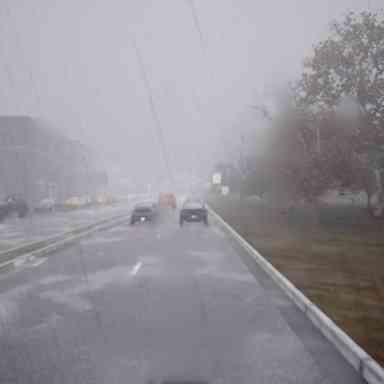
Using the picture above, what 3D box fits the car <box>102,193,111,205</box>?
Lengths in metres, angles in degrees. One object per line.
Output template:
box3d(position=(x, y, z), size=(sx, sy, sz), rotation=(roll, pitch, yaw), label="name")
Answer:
box3d(position=(-15.186, 1.341, 53.698), size=(1.946, 1.575, 5.366), rotation=(0, 0, 0), label="car")

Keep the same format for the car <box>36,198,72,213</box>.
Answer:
box3d(position=(-15.166, 1.371, 35.776), size=(2.231, 1.521, 4.892), rotation=(0, 0, 0), label="car")

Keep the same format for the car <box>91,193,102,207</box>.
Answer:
box3d(position=(-15.164, 1.226, 48.389), size=(2.185, 1.767, 4.553), rotation=(0, 0, 0), label="car")

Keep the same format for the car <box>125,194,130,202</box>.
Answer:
box3d(position=(-15.258, 1.320, 70.590), size=(2.231, 1.521, 4.892), rotation=(0, 0, 0), label="car")

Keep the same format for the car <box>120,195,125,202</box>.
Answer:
box3d(position=(-15.236, 1.328, 65.064), size=(2.231, 1.521, 4.892), rotation=(0, 0, 0), label="car")

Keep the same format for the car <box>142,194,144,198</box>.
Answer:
box3d(position=(-15.343, 1.285, 92.501), size=(1.946, 1.575, 5.366), rotation=(0, 0, 0), label="car")

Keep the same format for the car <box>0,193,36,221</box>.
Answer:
box3d(position=(-15.070, 1.132, 26.355), size=(2.435, 2.045, 5.566), rotation=(0, 0, 0), label="car")

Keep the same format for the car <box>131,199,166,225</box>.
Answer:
box3d(position=(-3.146, 1.465, 23.709), size=(1.837, 1.490, 4.892), rotation=(0, 0, 0), label="car")

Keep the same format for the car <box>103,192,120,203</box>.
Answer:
box3d(position=(-15.211, 1.084, 59.380), size=(2.435, 2.045, 5.566), rotation=(0, 0, 0), label="car")

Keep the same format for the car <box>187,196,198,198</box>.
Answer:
box3d(position=(0.106, 1.282, 41.680), size=(2.097, 1.767, 4.553), rotation=(0, 0, 0), label="car")

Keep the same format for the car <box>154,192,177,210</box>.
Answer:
box3d(position=(-3.144, 1.149, 42.455), size=(2.150, 2.045, 5.566), rotation=(0, 0, 0), label="car")

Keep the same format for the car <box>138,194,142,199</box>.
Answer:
box3d(position=(-15.327, 1.170, 87.191), size=(2.185, 1.767, 4.553), rotation=(0, 0, 0), label="car")

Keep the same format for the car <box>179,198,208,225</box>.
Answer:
box3d(position=(0.103, 1.437, 23.974), size=(1.882, 1.535, 5.008), rotation=(0, 0, 0), label="car")

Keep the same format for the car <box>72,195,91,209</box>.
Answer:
box3d(position=(-15.139, 1.357, 42.648), size=(1.946, 1.575, 5.366), rotation=(0, 0, 0), label="car")

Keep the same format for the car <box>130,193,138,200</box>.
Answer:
box3d(position=(-15.306, 1.300, 81.448), size=(1.946, 1.575, 5.366), rotation=(0, 0, 0), label="car")
